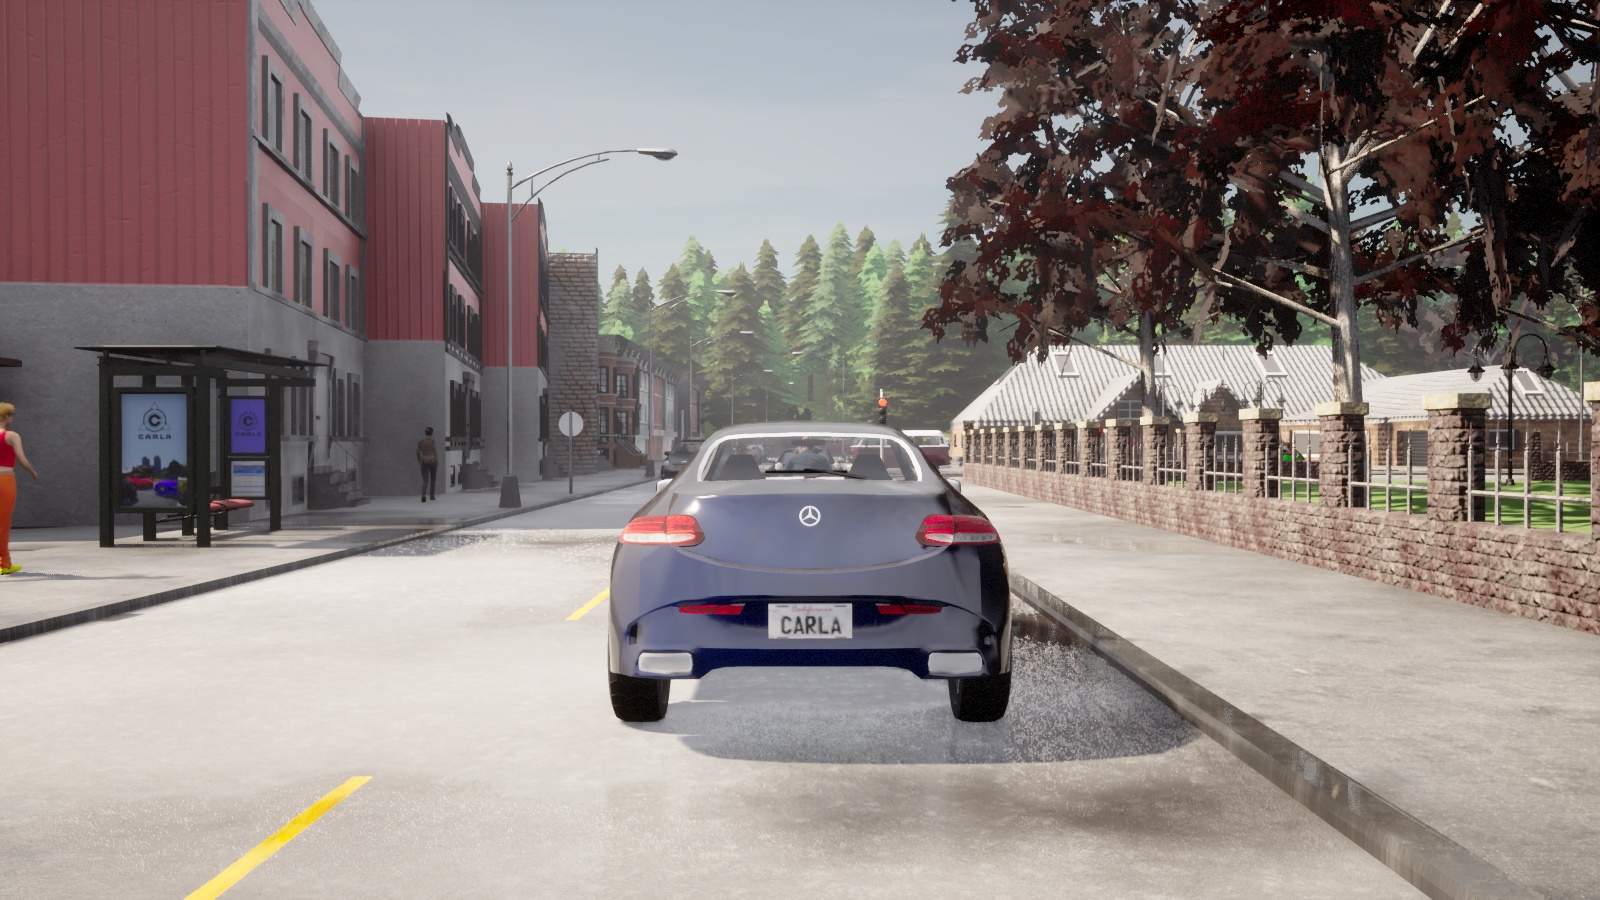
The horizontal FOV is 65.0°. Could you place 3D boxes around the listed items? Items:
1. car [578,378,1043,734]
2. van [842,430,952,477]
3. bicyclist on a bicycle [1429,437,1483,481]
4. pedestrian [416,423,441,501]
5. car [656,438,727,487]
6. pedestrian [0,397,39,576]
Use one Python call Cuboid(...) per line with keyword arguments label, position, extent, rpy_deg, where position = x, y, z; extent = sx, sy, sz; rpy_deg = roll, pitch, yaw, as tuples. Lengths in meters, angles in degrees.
Cuboid(label="car", position=(0.057, 0.478, 8.336), extent=(2.152, 1.651, 5.027), rpy_deg=(0, 0, 0))
Cuboid(label="van", position=(4.225, 0.162, 55.086), extent=(4.480, 2.038, 2.069), rpy_deg=(0, 0, -7))
Cuboid(label="bicyclist on a bicycle", position=(26.748, 0.349, 51.210), extent=(1.843, 1.776, 0.659), rpy_deg=(0, 0, -1))
Cuboid(label="pedestrian", position=(-8.746, 0.282, 29.582), extent=(0.328, 1.805, 0.869), rpy_deg=(0, 0, 2))
Cuboid(label="car", position=(-3.739, 0.394, 43.802), extent=(1.851, 1.617, 3.988), rpy_deg=(0, 0, 4))
Cuboid(label="pedestrian", position=(-8.301, 0.373, 13.064), extent=(0.345, 1.836, 0.594), rpy_deg=(0, 0, 11))
